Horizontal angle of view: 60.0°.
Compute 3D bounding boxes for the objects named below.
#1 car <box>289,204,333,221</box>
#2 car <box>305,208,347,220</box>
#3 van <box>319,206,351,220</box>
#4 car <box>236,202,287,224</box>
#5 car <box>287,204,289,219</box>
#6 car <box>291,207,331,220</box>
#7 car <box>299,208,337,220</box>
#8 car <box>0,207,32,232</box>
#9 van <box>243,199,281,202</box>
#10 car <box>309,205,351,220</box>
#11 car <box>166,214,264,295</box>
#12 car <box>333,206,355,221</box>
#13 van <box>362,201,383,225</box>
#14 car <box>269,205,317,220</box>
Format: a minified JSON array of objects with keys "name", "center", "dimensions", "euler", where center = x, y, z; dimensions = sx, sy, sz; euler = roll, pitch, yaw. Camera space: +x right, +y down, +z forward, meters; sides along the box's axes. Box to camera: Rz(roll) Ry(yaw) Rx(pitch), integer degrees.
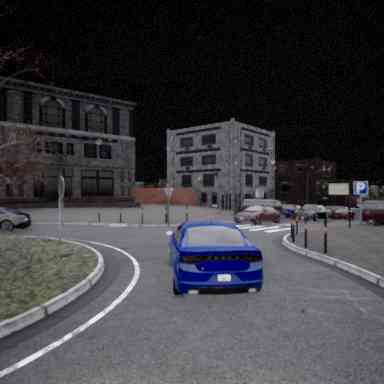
[{"name":"car","center":[11.946,1.979,33.213],"dimensions":[2.097,1.767,4.553],"euler":[0,-3,40]},{"name":"car","center":[19.883,3.217,49.514],"dimensions":[5.366,1.575,1.946],"euler":[0,-4,40]},{"name":"van","center":[23.162,3.343,53.890],"dimensions":[4.442,1.987,1.878],"euler":[0,-4,40]},{"name":"car","center":[5.052,1.691,25.113],"dimensions":[1.812,1.442,4.674],"euler":[0,-2,42]},{"name":"car","center":[10.735,2.195,38.854],"dimensions":[4.553,1.767,2.185],"euler":[0,-4,40]},{"name":"car","center":[16.160,2.903,45.361],"dimensions":[4.674,1.452,2.002],"euler":[0,-4,40]},{"name":"car","center":[17.871,3.074,47.400],"dimensions":[4.674,1.452,2.002],"euler":[0,-4,40]},{"name":"car","center":[-11.724,1.566,19.477],"dimensions":[4.181,1.385,1.994],"euler":[0,0,0]},{"name":"van","center":[7.054,1.768,34.697],"dimensions":[4.442,1.987,1.878],"euler":[0,-3,40]},{"name":"car","center":[21.440,3.139,51.701],"dimensions":[5.566,2.045,2.435],"euler":[0,-4,40]},{"name":"car","center":[0.373,1.479,8.800],"dimensions":[1.882,1.535,5.008],"euler":[0,0,-6]},{"name":"car","center":[18.783,2.772,41.351],"dimensions":[1.882,1.535,5.008],"euler":[0,-4,40]},{"name":"van","center":[15.056,1.645,24.688],"dimensions":[4.442,1.987,1.878],"euler":[0,-3,40]},{"name":"car","center":[12.437,2.504,41.218],"dimensions":[5.366,1.575,1.946],"euler":[0,-4,40]}]
